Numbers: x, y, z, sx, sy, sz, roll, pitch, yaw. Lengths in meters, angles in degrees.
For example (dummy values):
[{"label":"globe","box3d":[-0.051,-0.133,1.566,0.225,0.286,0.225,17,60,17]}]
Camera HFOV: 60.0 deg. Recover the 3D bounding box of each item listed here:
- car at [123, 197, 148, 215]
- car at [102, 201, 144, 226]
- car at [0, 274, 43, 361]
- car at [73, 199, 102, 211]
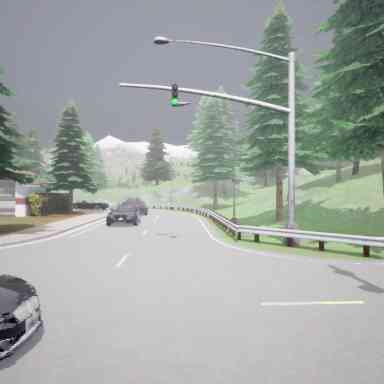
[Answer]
[{"label":"car","box3d":[-5.794,1.322,32.977,2.097,1.767,4.553,0,0,-21]},{"label":"car","box3d":[-4.688,1.542,23.214,1.994,1.385,4.181,0,0,-4]},{"label":"car","box3d":[-4.718,1.548,4.622,4.902,1.511,2.128,1,0,-3]},{"label":"car","box3d":[-12.581,1.567,40.529,4.718,1.301,1.895,0,0,13]}]
